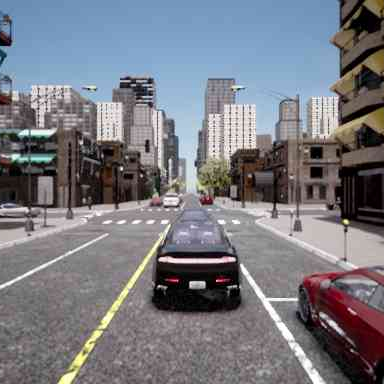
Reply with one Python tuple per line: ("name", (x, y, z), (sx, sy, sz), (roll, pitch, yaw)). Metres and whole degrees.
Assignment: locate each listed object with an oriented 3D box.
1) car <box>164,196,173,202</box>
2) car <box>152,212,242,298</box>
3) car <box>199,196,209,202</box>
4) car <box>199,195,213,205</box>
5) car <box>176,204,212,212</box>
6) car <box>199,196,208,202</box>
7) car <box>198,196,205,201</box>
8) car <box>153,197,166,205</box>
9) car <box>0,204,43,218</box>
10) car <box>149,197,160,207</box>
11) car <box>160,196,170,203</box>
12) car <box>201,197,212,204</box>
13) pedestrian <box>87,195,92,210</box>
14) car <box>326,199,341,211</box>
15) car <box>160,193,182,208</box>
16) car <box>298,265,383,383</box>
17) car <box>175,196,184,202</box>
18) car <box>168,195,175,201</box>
("car", (-5.702, 1.658, 81.070), (1.802, 1.307, 4.206), (0, 0, 0))
("car", (0.099, 1.493, 8.530), (2.128, 1.511, 4.902), (0, 0, 0))
("car", (2.679, 1.632, 75.547), (1.947, 1.339, 4.313), (0, 0, 0))
("car", (2.682, 1.356, 58.970), (2.192, 1.841, 5.009), (0, 0, 0))
("car", (0.098, 1.569, 17.392), (1.994, 1.385, 4.181), (0, 0, 0))
("car", (2.678, 1.627, 81.072), (2.008, 1.369, 4.403), (0, 0, 0))
("car", (2.676, 1.682, 92.121), (1.802, 1.307, 4.206), (0, 0, 0))
("car", (-5.699, 1.606, 58.968), (1.947, 1.339, 4.313), (0, 0, 0))
("car", (-16.964, 1.790, 31.964), (4.718, 1.301, 1.895), (-1, 0, 0))
("car", (-5.785, 1.578, 53.447), (1.887, 1.381, 4.507), (0, 0, 0))
("car", (-5.700, 1.582, 69.849), (1.752, 1.417, 4.829), (0, 0, 0))
("car", (2.681, 1.615, 64.496), (1.947, 1.339, 4.313), (0, 0, 0))
("pedestrian", (-12.518, 1.305, 40.704), (0.375, 1.860, 0.375), (0, 1, 0))
("car", (17.482, 1.372, 37.771), (4.313, 1.339, 1.947), (-1, 1, 0))
("car", (-3.094, 1.245, 50.497), (2.150, 2.045, 5.566), (0, 1, 0))
("car", (2.691, 1.582, 4.218), (1.802, 1.307, 4.206), (0, 0, 0))
("car", (-3.013, 1.611, 80.017), (2.033, 1.411, 5.357), (0, 0, 0))
("car", (-5.704, 1.625, 91.950), (1.752, 1.417, 4.829), (0, 0, 0))
